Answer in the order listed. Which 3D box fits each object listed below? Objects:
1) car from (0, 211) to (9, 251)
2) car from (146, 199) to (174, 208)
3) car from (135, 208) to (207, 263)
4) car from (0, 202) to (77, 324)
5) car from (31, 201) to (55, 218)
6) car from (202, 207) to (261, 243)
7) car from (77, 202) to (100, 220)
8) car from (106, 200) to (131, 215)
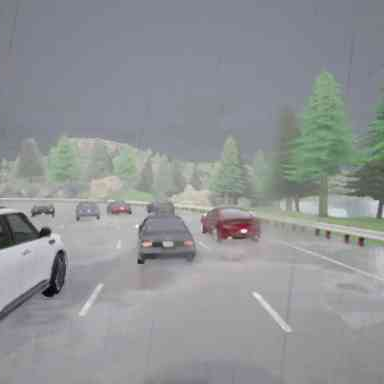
[{"bbox_3d":[-8.032,1.525,10.994,1.837,1.490,4.892,0,0,-8],"label":"car"},{"bbox_3d":[-3.164,1.457,32.480,2.128,1.511,4.902,0,0,-22],"label":"car"},{"bbox_3d":[-1.046,1.534,11.976,2.033,1.411,5.357,0,0,-9],"label":"car"},{"bbox_3d":[-3.831,1.232,5.477,2.150,2.045,5.566,0,0,-4],"label":"car"},{"bbox_3d":[-13.905,1.615,31.197,1.895,1.301,4.718,0,0,-23],"label":"car"},{"bbox_3d":[1.692,1.446,16.088,1.882,1.535,5.008,0,0,-10],"label":"car"},{"bbox_3d":[-8.921,1.544,28.293,2.033,1.411,5.357,0,0,-21],"label":"car"},{"bbox_3d":[-7.492,1.546,33.800,1.994,1.385,4.181,0,0,-23],"label":"car"}]
